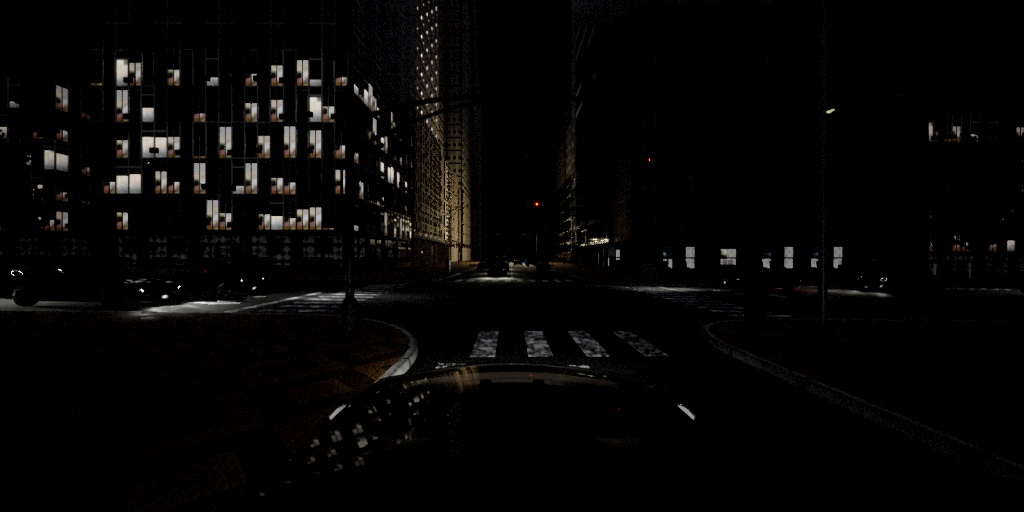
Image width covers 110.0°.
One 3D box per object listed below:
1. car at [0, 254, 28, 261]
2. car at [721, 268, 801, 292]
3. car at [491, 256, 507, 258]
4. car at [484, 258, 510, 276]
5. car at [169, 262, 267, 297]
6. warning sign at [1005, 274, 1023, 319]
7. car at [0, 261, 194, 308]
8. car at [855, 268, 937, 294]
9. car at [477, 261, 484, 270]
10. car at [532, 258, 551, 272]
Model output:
[{"bbox_3d":[-22.916,0.706,15.926,4.553,1.767,2.097,1,0,-3],"label":"car"},{"bbox_3d":[16.900,1.569,24.452,4.902,1.511,2.128,1,0,-3],"label":"car"},{"bbox_3d":[-1.501,0.985,47.410,2.150,2.045,5.566,0,0,1],"label":"car"},{"bbox_3d":[-1.475,1.245,37.041,1.882,1.535,5.008,0,0,1],"label":"car"},{"bbox_3d":[-14.011,1.118,16.330,4.718,1.301,1.895,1,0,-3],"label":"car"},{"bbox_3d":[17.281,1.204,11.756,1.060,1.860,1.300,0,0,-3],"label":"warning sign"},{"bbox_3d":[-15.290,1.042,13.050,5.357,1.411,2.033,1,0,0],"label":"car"},{"bbox_3d":[26.746,1.606,24.900,4.553,1.767,2.097,1,0,-3],"label":"car"},{"bbox_3d":[-3.993,1.343,51.065,1.802,1.307,4.207,0,0,0],"label":"car"},{"bbox_3d":[3.956,1.329,45.567,1.948,1.339,4.313,0,0,0],"label":"car"}]
